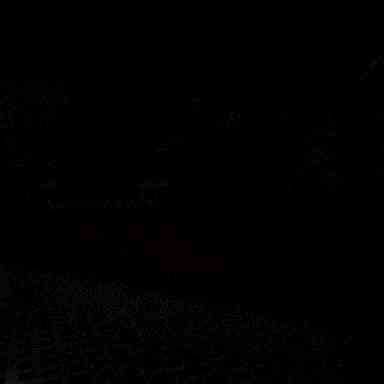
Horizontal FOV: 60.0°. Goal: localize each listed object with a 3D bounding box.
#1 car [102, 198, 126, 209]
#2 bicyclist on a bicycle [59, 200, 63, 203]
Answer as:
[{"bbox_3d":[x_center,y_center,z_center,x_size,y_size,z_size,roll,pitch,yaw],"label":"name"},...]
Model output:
[{"bbox_3d":[-9.639,1.797,39.549,2.150,2.045,5.566,-3,-2,22],"label":"car"},{"bbox_3d":[-9.455,1.380,24.359,1.656,1.620,0.582,-3,-2,22],"label":"bicyclist on a bicycle"}]
